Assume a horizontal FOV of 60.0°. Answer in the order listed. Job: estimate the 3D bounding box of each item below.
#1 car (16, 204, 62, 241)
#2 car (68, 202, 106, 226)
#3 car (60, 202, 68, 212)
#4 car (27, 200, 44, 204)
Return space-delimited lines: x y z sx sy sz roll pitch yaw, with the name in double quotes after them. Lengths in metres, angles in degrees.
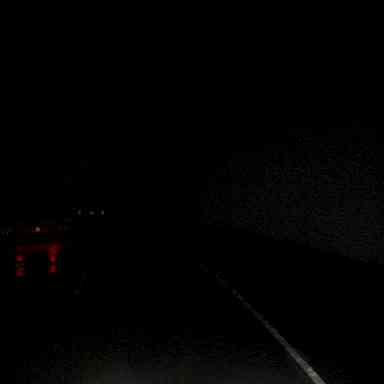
-8.315 1.631 18.005 1.882 1.535 5.008 0 0 -24 "car"
-8.019 1.548 25.528 2.097 1.767 4.553 0 0 -25 "car"
-14.993 1.868 39.838 2.033 1.411 5.357 0 0 -26 "car"
-15.923 1.642 33.792 2.097 1.767 4.553 0 0 -26 "car"
